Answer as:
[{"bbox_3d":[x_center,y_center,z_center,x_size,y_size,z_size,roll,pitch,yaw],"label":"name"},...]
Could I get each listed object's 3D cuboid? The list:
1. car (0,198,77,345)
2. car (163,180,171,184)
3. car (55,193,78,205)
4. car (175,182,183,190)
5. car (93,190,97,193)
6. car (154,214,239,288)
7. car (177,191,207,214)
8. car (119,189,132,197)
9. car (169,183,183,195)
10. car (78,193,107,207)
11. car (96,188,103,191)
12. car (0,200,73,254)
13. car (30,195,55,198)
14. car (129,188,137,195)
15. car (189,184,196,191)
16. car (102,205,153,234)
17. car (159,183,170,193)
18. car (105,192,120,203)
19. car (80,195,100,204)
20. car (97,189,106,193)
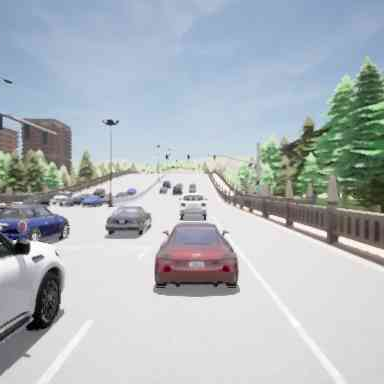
[{"bbox_3d":[-3.390,1.211,3.709,2.150,2.045,5.566,0,0,0],"label":"car"},{"bbox_3d":[-6.816,-2.167,90.012,2.150,2.045,5.566,0,7,0],"label":"car"},{"bbox_3d":[-17.544,1.326,48.196,2.128,1.511,4.902,0,0,0],"label":"car"},{"bbox_3d":[-3.331,-1.672,87.489,1.837,1.490,4.892,0,7,0],"label":"car"},{"bbox_3d":[-20.963,0.897,64.962,2.033,1.411,5.357,0,4,0],"label":"car"},{"bbox_3d":[0.101,1.534,9.211,1.994,1.385,4.181,0,0,0],"label":"car"},{"bbox_3d":[0.108,1.128,28.371,2.150,2.045,5.566,0,0,0],"label":"car"},{"bbox_3d":[-13.955,0.735,66.320,1.882,1.535,5.008,0,4,0],"label":"car"},{"bbox_3d":[-3.392,-0.534,77.060,2.150,2.045,5.566,0,7,0],"label":"car"},{"bbox_3d":[-14.054,1.317,47.143,1.882,1.535,5.008,0,0,0],"label":"car"},{"bbox_3d":[-20.903,-0.067,75.299,1.882,1.535,5.008,0,6,0],"label":"car"},{"bbox_3d":[-6.897,1.305,14.030,2.097,1.767,4.553,0,0,0],"label":"car"},{"bbox_3d":[-21.118,1.203,45.290,2.097,1.767,4.553,0,0,2],"label":"car"},{"bbox_3d":[-13.896,-0.201,76.446,1.882,1.535,5.008,0,6,0],"label":"car"},{"bbox_3d":[0.110,-0.276,77.461,2.128,1.511,4.902,0,7,0],"label":"car"},{"bbox_3d":[-3.395,1.486,18.616,2.033,1.411,5.357,0,0,0],"label":"car"},{"bbox_3d":[-6.877,-0.509,79.668,2.033,1.411,5.357,0,7,0],"label":"car"},{"bbox_3d":[-14.007,1.264,56.450,1.812,1.442,4.674,0,2,0],"label":"car"},{"bbox_3d":[-17.489,1.312,57.331,1.895,1.301,4.718,0,2,0],"label":"car"},{"bbox_3d":[-17.450,0.782,67.273,1.895,1.301,4.718,0,3,0],"label":"car"}]
